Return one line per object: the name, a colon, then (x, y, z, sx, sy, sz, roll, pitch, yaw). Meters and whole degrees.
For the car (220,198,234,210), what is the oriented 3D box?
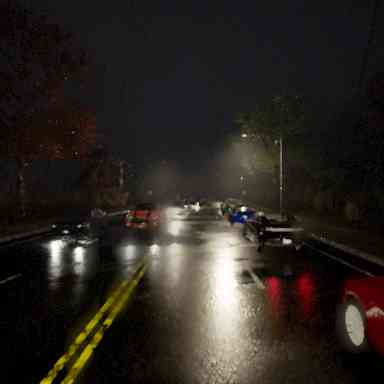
car: (4.869, 1.680, 46.873, 1.882, 1.535, 5.008, 0, 0, 4)

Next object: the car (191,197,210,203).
car: (1.965, 1.849, 79.547, 2.033, 1.411, 5.357, 0, -1, -33)

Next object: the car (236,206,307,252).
car: (3.384, 1.566, 14.245, 2.128, 1.511, 4.902, 0, 0, 0)

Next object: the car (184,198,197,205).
car: (-0.370, 1.817, 63.122, 1.994, 1.385, 4.181, 0, 0, 6)

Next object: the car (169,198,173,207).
car: (-4.300, 1.738, 55.938, 1.837, 1.490, 4.892, 0, 0, 5)

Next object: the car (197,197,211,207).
car: (2.280, 1.835, 56.404, 1.895, 1.301, 4.718, 0, 0, 5)

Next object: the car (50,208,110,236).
car: (-6.298, 1.643, 19.445, 2.033, 1.411, 5.357, 0, 0, 2)

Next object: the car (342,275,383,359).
car: (3.258, 1.497, 3.212, 1.882, 1.535, 5.008, 0, 0, 0)

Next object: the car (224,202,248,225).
car: (3.725, 1.686, 25.054, 1.994, 1.385, 4.181, 0, 0, 2)

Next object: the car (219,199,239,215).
car: (4.211, 1.517, 35.939, 2.097, 1.767, 4.553, 0, 0, 3)

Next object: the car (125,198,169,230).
car: (-2.957, 1.459, 22.000, 2.097, 1.767, 4.553, 0, 0, 2)
